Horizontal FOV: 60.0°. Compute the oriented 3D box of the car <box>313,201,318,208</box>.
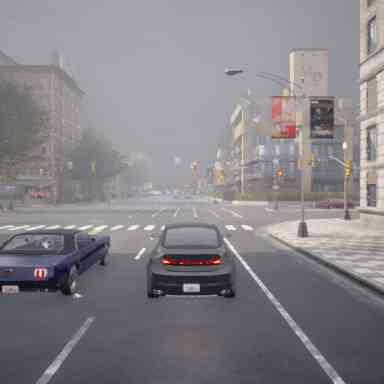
[{"bbox_3d":[19.282,1.526,46.338,4.674,1.442,1.812,0,0,0],"label":"car"}]

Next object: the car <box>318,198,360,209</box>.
[{"bbox_3d":[19.325,1.601,42.839,4.718,1.301,1.895,0,0,0],"label":"car"}]

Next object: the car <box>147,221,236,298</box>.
[{"bbox_3d":[-0.019,1.505,8.497,1.837,1.490,4.892,0,0,0],"label":"car"}]

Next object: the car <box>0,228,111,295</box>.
[{"bbox_3d":[-3.518,1.601,8.675,1.895,1.301,4.718,0,0,0],"label":"car"}]
